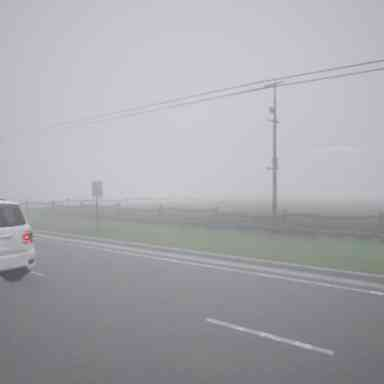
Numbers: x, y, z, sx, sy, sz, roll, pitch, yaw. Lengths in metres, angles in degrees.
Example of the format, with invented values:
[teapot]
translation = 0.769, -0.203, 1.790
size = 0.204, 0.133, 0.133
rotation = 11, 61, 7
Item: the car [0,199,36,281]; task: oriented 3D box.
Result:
[car]
translation = -6.235, 1.177, 8.448
size = 5.566, 2.045, 2.150
rotation = 0, 0, 36
